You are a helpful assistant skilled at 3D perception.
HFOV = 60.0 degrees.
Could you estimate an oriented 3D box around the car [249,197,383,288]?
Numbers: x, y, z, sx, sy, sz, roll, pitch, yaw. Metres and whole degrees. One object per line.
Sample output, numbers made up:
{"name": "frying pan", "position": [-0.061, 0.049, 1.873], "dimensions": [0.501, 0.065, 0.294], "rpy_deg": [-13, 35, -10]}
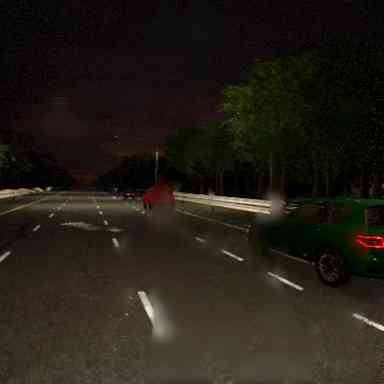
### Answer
{"name": "car", "position": [3.690, 1.145, 9.411], "dimensions": [2.150, 2.045, 5.566], "rpy_deg": [1, 1, -18]}

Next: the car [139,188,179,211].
{"name": "car", "position": [-3.198, 0.666, 31.176], "dimensions": [2.150, 2.045, 5.566], "rpy_deg": [1, 1, -18]}

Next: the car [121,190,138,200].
{"name": "car", "position": [-10.315, 0.500, 53.691], "dimensions": [1.837, 1.490, 4.892], "rpy_deg": [1, 1, -17]}
